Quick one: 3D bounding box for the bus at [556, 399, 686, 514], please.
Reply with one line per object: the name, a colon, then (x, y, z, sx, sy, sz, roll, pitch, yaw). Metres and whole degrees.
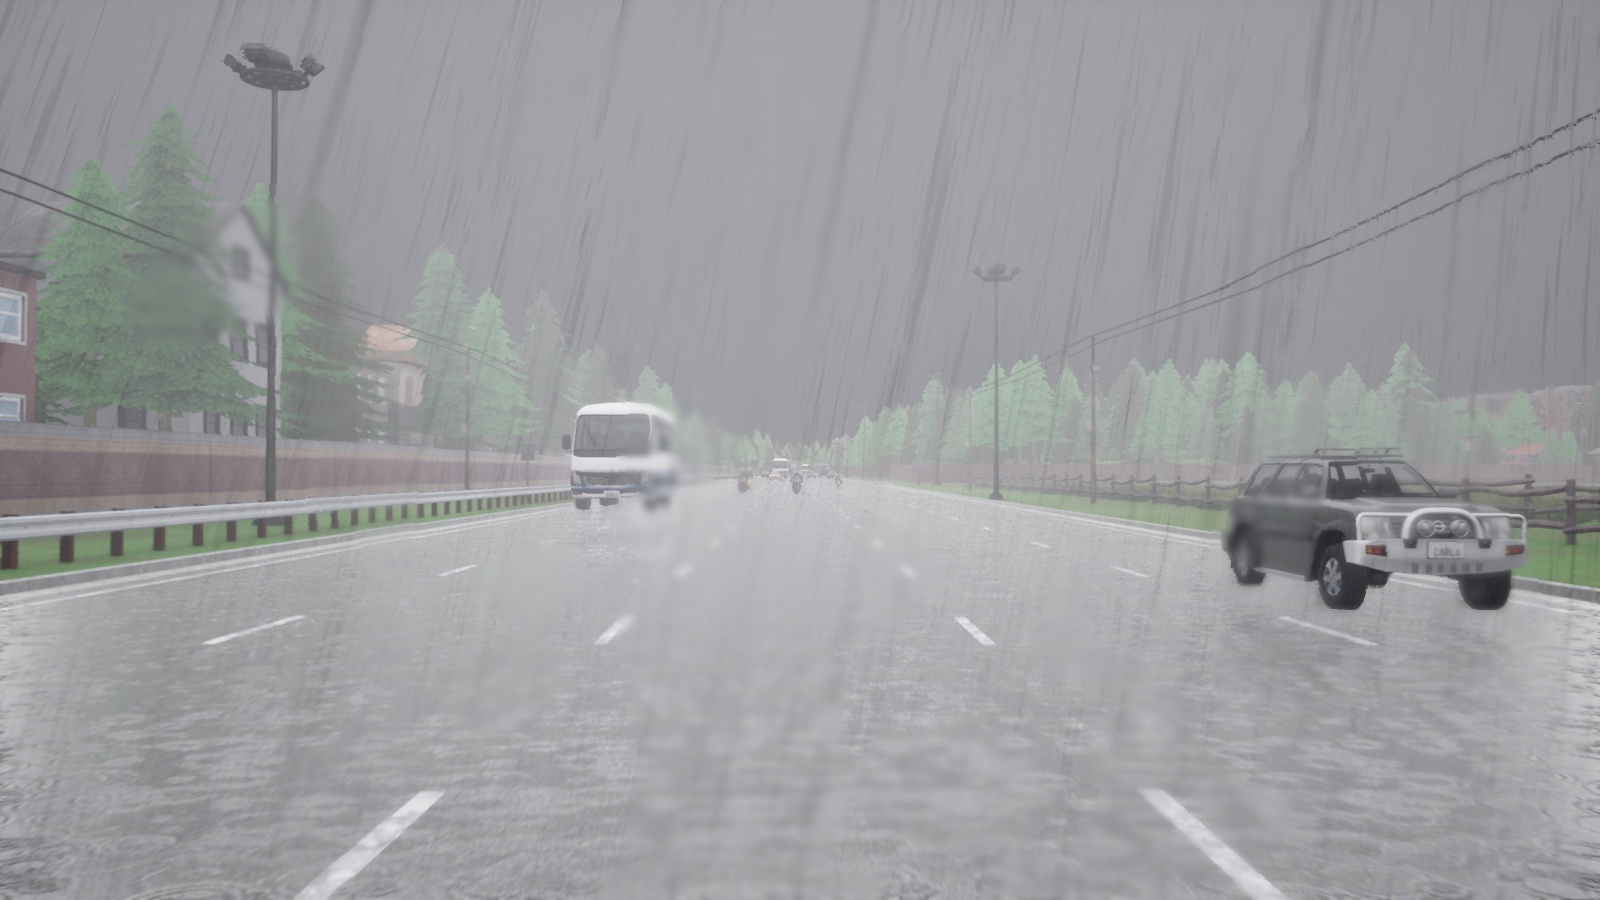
bus: (-7.130, 0.335, 51.892, 3.944, 4.253, 10.273, 0, -1, 0)

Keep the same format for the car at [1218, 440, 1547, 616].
car: (6.962, 0.865, 15.655, 1.932, 1.855, 4.605, 0, -1, 0)
